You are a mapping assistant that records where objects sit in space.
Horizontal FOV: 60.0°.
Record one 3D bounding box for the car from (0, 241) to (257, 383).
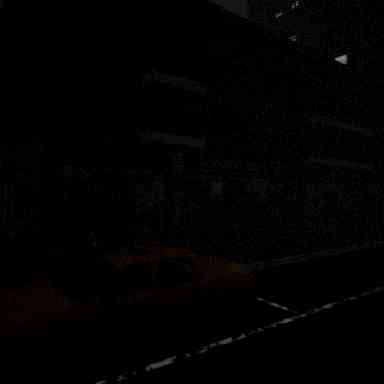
[{"bbox_3d":[-1.077,1.527,5.304,4.829,1.417,1.752,0,2,-35],"label":"car"}]
